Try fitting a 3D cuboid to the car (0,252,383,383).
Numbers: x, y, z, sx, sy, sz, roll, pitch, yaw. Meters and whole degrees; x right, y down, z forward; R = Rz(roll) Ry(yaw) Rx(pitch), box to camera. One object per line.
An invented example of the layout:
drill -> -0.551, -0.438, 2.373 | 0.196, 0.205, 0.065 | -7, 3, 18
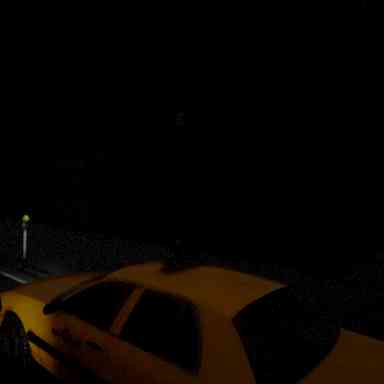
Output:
car -> -0.340, 1.417, 3.593 | 5.366, 1.575, 1.801 | 2, 1, 40
